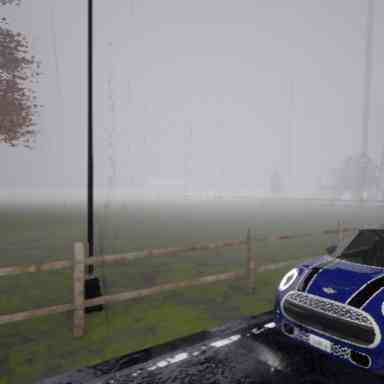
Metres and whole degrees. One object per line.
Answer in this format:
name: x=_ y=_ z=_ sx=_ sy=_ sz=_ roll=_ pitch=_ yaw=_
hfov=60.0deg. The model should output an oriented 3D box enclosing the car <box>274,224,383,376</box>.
car: x=3.486 y=1.353 z=5.554 sx=4.553 sy=1.767 sz=2.097 roll=0 pitch=0 yaw=-35
